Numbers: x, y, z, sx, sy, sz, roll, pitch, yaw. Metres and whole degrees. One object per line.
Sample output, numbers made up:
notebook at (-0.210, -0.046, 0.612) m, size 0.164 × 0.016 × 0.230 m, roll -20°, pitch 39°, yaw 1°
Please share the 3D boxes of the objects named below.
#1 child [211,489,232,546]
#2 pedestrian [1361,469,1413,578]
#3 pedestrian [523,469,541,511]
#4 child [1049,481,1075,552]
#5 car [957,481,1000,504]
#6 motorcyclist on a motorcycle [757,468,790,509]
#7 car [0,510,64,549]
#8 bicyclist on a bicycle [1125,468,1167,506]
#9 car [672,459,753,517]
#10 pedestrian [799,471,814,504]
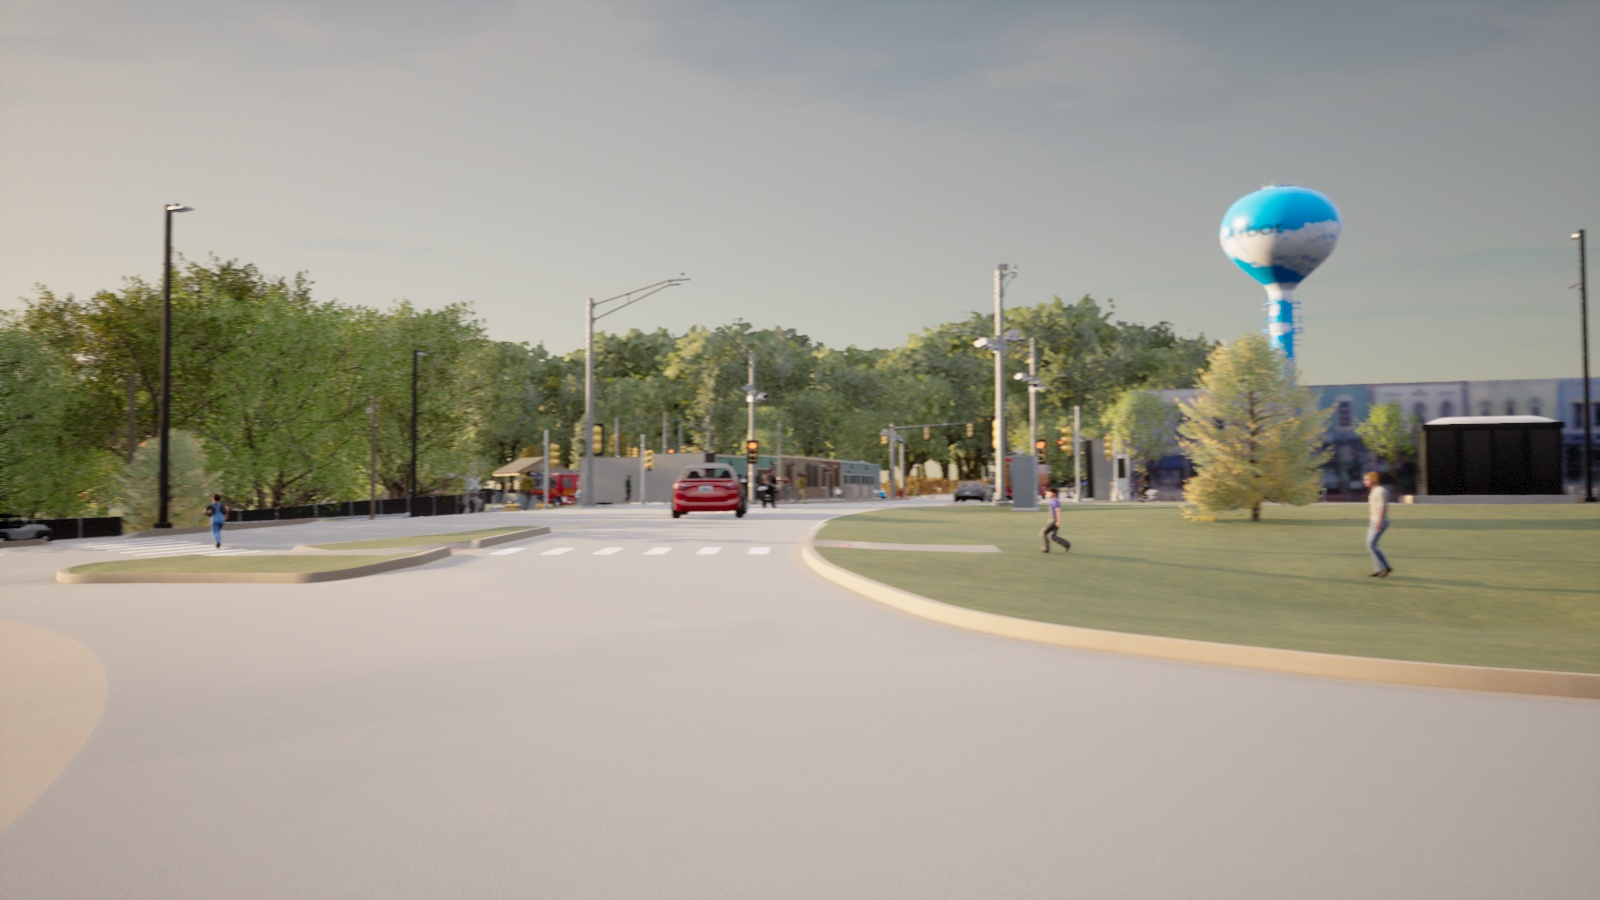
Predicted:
child at (-12.840, 1.498, 27.861) m, size 0.270 × 1.263 × 0.437 m, roll 2°, pitch -3°, yaw -44°
pedestrian at (9.938, 1.239, 21.283) m, size 0.706 × 1.836 × 0.354 m, roll -1°, pitch -2°, yaw 13°
pedestrian at (-11.818, 1.762, 55.380) m, size 0.431 × 1.840 × 0.709 m, roll -1°, pitch -2°, yaw 18°
child at (4.667, 1.185, 22.389) m, size 0.437 × 1.263 × 0.270 m, roll -1°, pitch -2°, yaw 11°
car at (11.296, 2.672, 79.332) m, size 1.994 × 1.385 × 4.181 m, roll -1°, pitch -2°, yaw 18°
motorcyclist on a motorcycle at (-1.006, 1.449, 47.734) m, size 0.797 × 1.523 × 2.044 m, roll -1°, pitch -2°, yaw 12°
car at (-41.376, 4.166, 66.357) m, size 1.905 × 1.878 × 3.866 m, roll -1°, pitch -1°, yaw 24°
bicyclist on a bicycle at (16.541, 1.764, 60.043) m, size 1.843 × 1.776 × 0.659 m, roll -1°, pitch -2°, yaw 23°
car at (-2.633, 1.148, 39.045) m, size 2.242 × 1.667 × 4.611 m, roll 0°, pitch -1°, yaw -1°
pedestrian at (0.359, 2.129, 70.691) m, size 0.726 × 1.835 × 0.370 m, roll -1°, pitch -2°, yaw 19°
